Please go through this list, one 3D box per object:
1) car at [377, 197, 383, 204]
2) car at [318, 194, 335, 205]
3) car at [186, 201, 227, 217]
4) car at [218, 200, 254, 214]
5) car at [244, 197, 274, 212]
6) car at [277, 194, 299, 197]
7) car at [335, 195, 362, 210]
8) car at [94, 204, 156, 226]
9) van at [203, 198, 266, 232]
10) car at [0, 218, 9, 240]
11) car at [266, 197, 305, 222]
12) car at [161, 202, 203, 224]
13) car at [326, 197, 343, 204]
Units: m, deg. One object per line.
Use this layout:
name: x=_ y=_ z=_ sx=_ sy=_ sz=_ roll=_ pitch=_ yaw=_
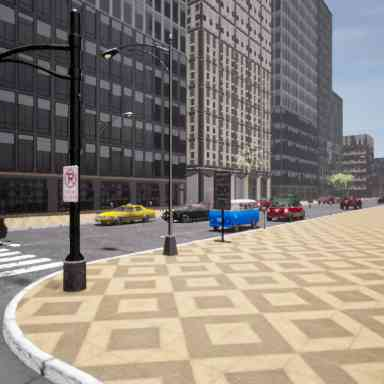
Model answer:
car: x=38.301 y=1.658 z=66.460 sx=1.947 sy=1.339 sz=4.313 roll=0 pitch=0 yaw=38
car: x=25.260 y=1.380 z=62.485 sx=2.192 sy=1.841 sz=5.009 roll=0 pitch=0 yaw=38
car: x=1.421 y=1.604 z=31.686 sx=1.802 sy=1.307 sz=4.206 roll=0 pitch=0 yaw=38
car: x=4.827 y=1.571 z=36.086 sx=1.887 sy=1.381 sz=4.507 roll=0 pitch=0 yaw=38
car: x=8.232 y=1.471 z=40.486 sx=1.967 sy=1.590 sz=4.097 roll=0 pitch=0 yaw=38
car: x=11.461 y=1.259 z=40.592 sx=2.150 sy=2.045 sz=5.566 roll=0 pitch=0 yaw=37
car: x=21.274 y=1.368 z=44.462 sx=2.192 sy=1.841 sz=5.009 roll=0 pitch=0 yaw=38
car: x=-4.708 y=1.540 z=23.980 sx=1.752 sy=1.417 sz=4.829 roll=0 pitch=0 yaw=38
van: x=2.672 y=1.368 z=20.247 sx=1.690 sy=1.788 sz=3.998 roll=0 pitch=0 yaw=38
car: x=-9.928 y=1.515 z=13.020 sx=1.837 sy=1.490 sz=4.892 roll=0 pitch=0 yaw=38
car: x=7.652 y=1.472 z=26.862 sx=1.967 sy=1.590 sz=4.097 roll=0 pitch=0 yaw=38
car: x=-0.211 y=1.622 z=25.545 sx=1.895 sy=1.301 sz=4.718 roll=0 pitch=0 yaw=38
car: x=28.665 y=1.624 z=66.884 sx=2.008 sy=1.369 sz=4.403 roll=0 pitch=0 yaw=38
